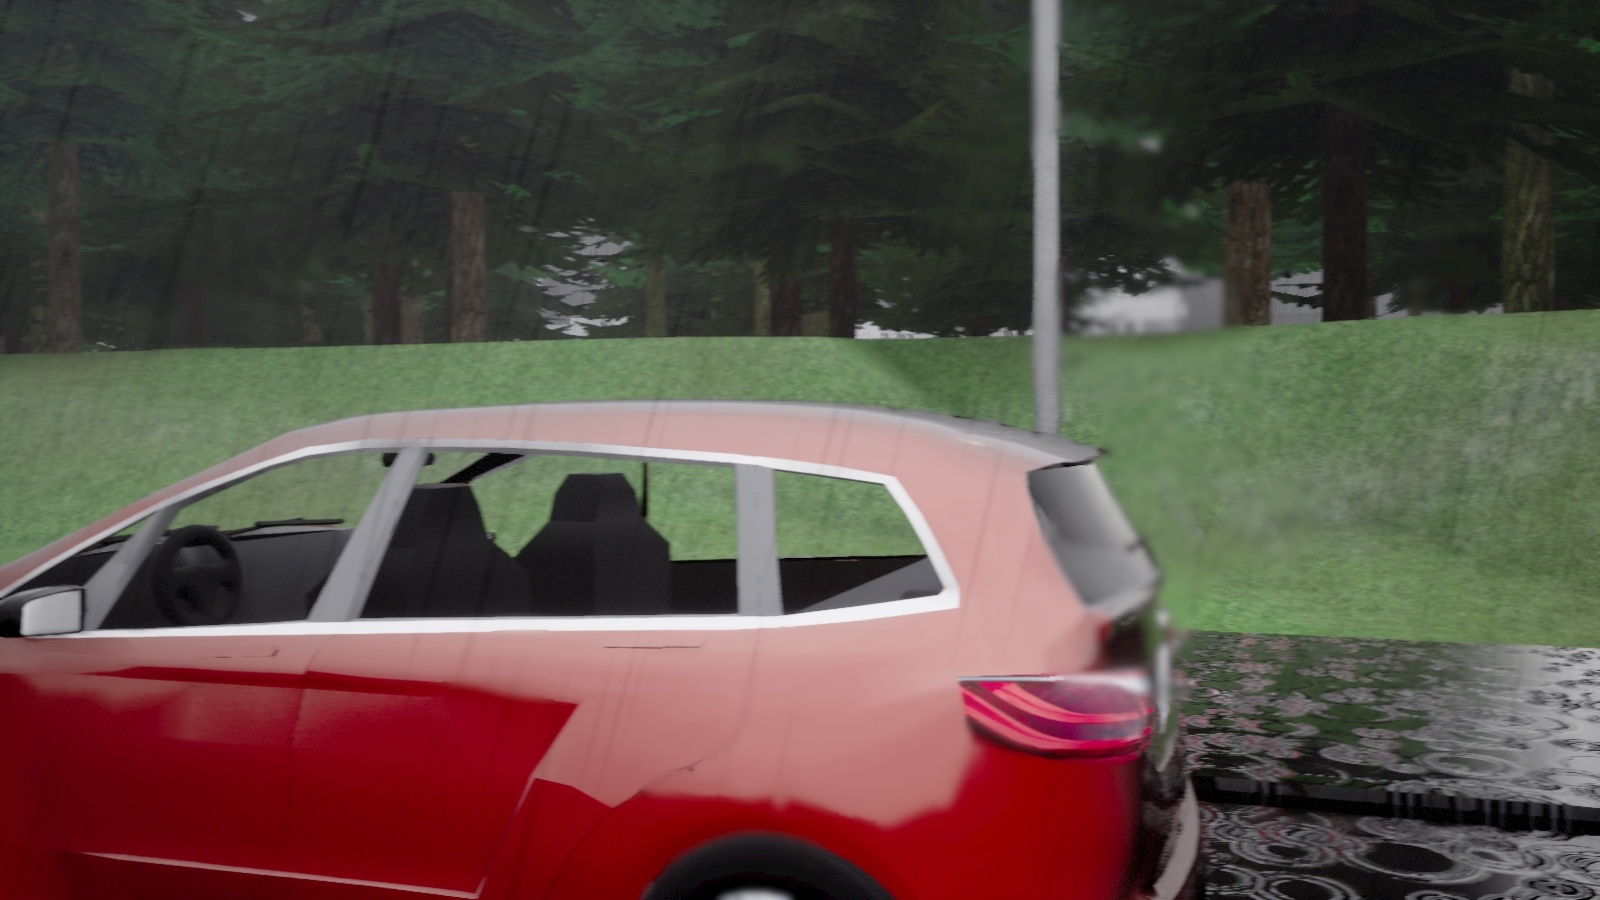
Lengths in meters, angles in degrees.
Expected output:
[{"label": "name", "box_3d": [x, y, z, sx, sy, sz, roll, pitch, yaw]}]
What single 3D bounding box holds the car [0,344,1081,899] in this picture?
[{"label": "car", "box_3d": [-1.529, 0.597, 4.234, 4.611, 1.667, 2.242, 0, 1, 19]}]
